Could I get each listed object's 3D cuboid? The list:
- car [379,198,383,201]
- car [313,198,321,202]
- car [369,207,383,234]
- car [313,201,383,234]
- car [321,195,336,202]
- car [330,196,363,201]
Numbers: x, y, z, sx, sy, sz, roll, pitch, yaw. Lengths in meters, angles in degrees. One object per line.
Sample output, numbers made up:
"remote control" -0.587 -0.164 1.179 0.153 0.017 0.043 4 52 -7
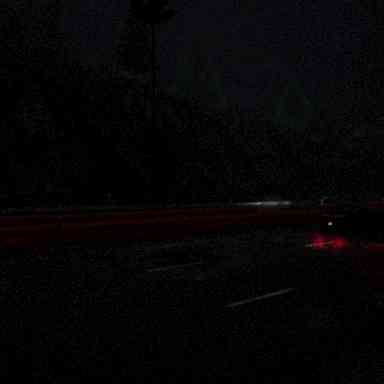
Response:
"car" 23.456 1.426 39.577 4.902 1.511 2.128 0 0 -26
"car" 20.247 1.282 49.664 4.553 1.767 2.097 0 0 -25
"car" 10.819 1.464 15.710 4.902 1.511 2.128 0 0 -35
"car" 9.290 1.463 18.900 4.902 1.511 2.128 0 0 -34
"car" 20.958 1.480 46.168 5.357 1.411 2.033 0 0 -26
"car" 20.195 1.538 41.887 4.718 1.301 1.895 0 0 -27
